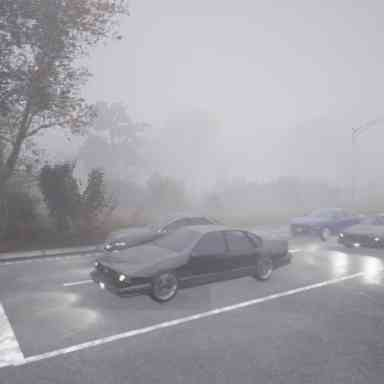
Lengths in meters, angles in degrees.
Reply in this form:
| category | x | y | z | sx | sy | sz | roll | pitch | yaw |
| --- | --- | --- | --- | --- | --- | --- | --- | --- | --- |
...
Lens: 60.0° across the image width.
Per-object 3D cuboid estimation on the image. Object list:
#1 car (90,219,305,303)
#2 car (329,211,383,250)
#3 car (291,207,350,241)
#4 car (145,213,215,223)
| category | x | y | z | sx | sy | sz | roll | pitch | yaw |
| --- | --- | --- | --- | --- | --- | --- | --- | --- | --- |
| car | 0.295 | 1.588 | 8.499 | 5.357 | 1.411 | 2.033 | 1 | 0 | -36 |
| car | 8.508 | 1.668 | 14.335 | 5.357 | 1.411 | 2.033 | 1 | 0 | -35 |
| car | 7.302 | 1.606 | 17.769 | 5.008 | 1.535 | 1.882 | 1 | 0 | -35 |
| car | -0.674 | 1.555 | 12.073 | 4.892 | 1.490 | 1.837 | 1 | 0 | -33 |
